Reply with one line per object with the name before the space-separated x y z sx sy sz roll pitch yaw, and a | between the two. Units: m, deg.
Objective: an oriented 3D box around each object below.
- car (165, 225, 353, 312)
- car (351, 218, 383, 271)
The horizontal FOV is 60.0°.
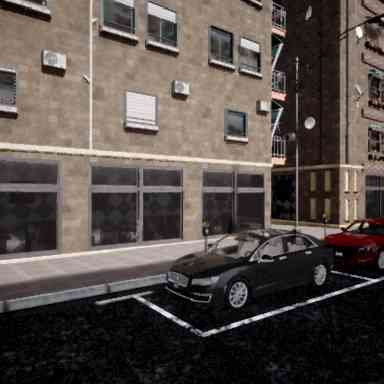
car | 1.478 1.549 7.612 4.403 1.369 2.008 0 0 -36
car | 6.066 1.542 10.885 4.507 1.381 1.887 0 0 -36
